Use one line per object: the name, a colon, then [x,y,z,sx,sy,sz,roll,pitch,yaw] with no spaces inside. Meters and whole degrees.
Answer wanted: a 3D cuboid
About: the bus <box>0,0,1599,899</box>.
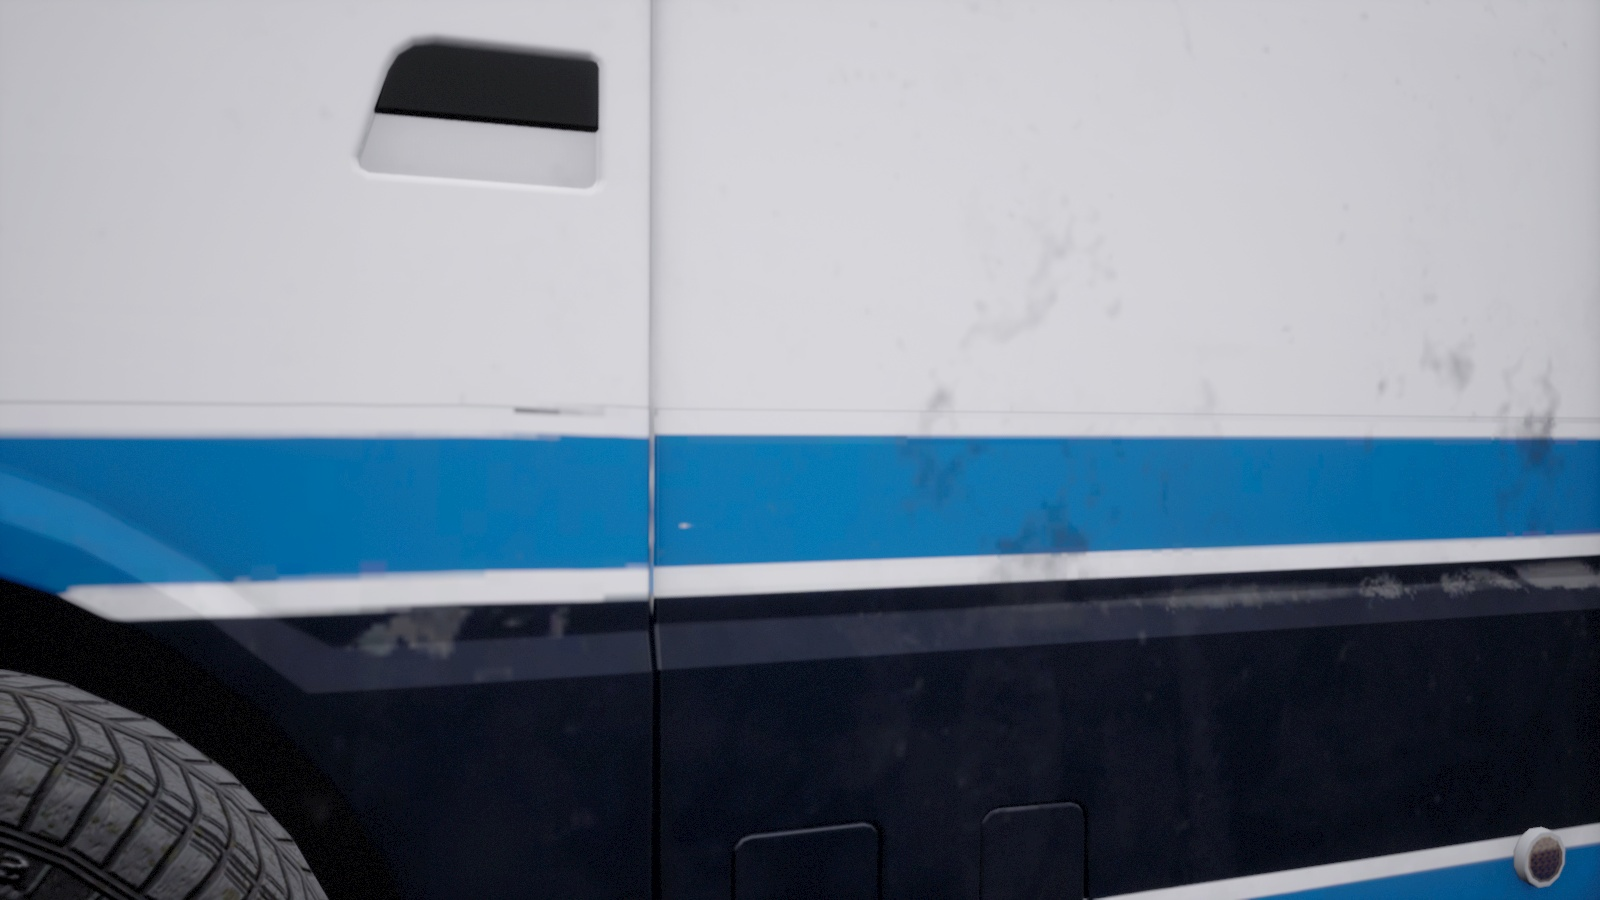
bus: [1.222,-0.652,3.686,10.273,4.253,3.944,-1,1,-21]
